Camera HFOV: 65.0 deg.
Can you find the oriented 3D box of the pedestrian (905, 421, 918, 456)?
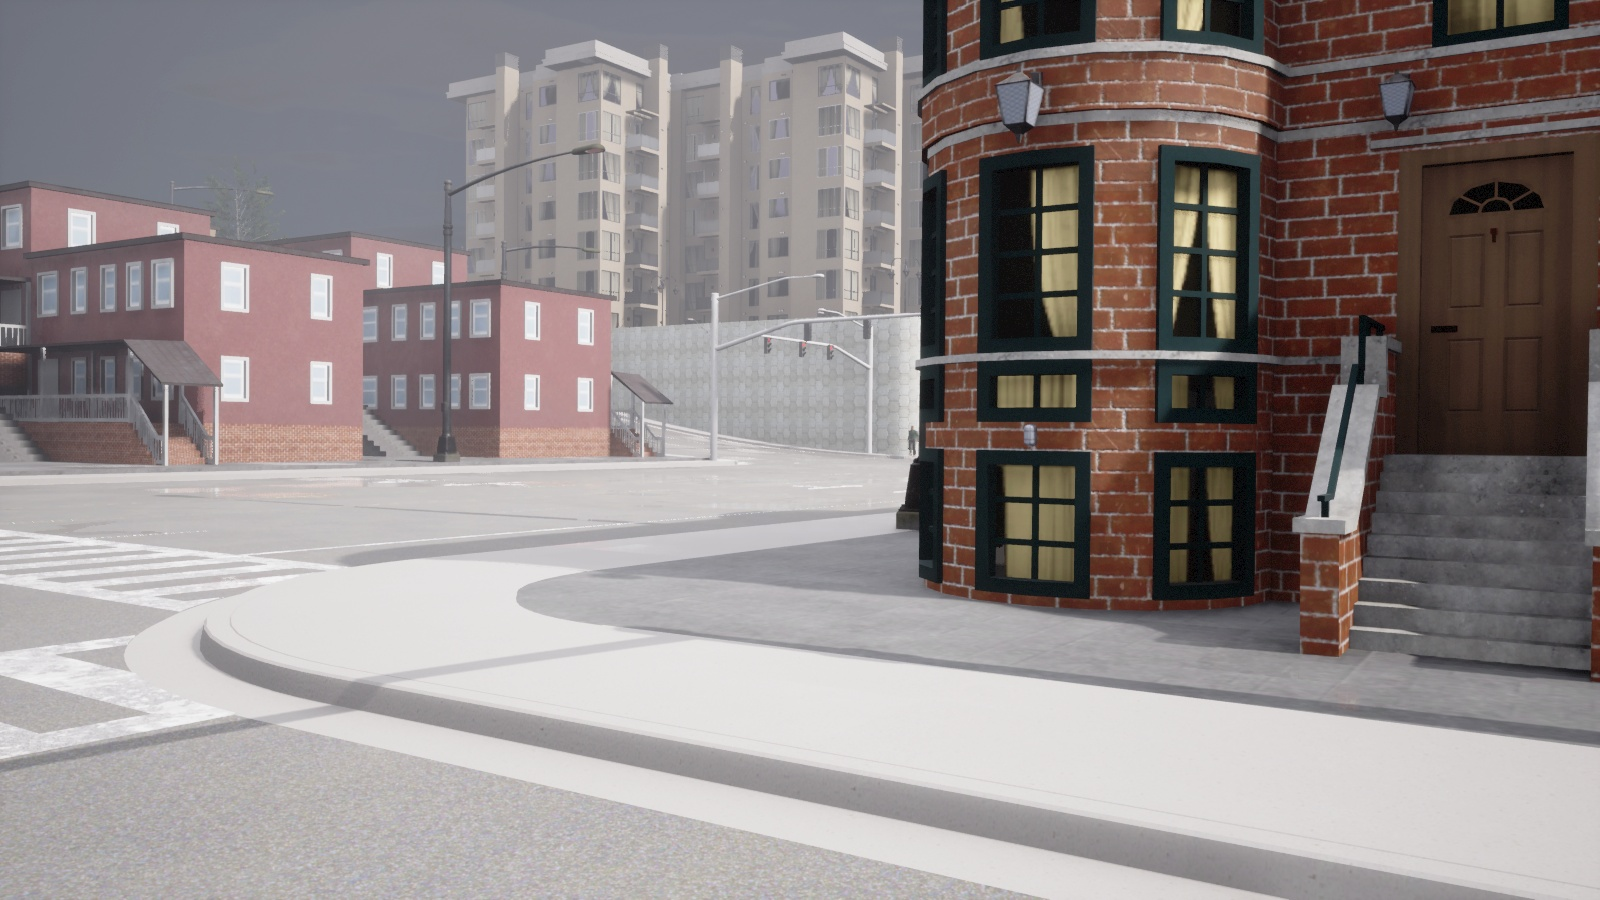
[{"bbox_3d":[6.398,-0.657,71.942,0.423,1.949,0.788,0,1,34],"label":"pedestrian"}]
